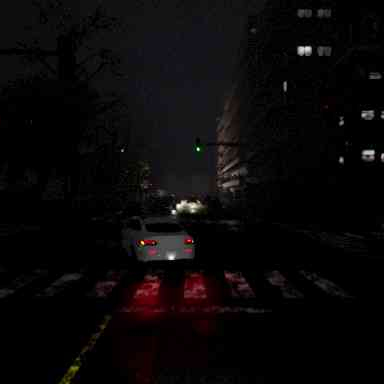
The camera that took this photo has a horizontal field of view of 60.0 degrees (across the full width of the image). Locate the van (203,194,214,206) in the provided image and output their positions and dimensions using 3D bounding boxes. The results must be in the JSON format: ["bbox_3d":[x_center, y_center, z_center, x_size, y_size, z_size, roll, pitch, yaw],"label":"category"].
[{"bbox_3d":[2.695,1.352,44.865,1.690,1.788,3.998,0,0,0],"label":"van"}]

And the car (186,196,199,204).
[{"bbox_3d":[0.002,1.535,62.702,1.837,1.490,4.892,0,0,0],"label":"car"}]

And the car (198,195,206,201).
[{"bbox_3d":[2.695,1.515,89.905,1.967,1.590,4.097,0,0,0],"label":"car"}]

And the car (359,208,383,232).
[{"bbox_3d":[13.467,1.597,21.281,5.009,1.841,2.192,1,-1,-1],"label":"car"}]

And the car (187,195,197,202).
[{"bbox_3d":[0.004,1.474,72.739,1.994,1.385,4.181,0,0,0],"label":"car"}]

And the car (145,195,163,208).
[{"bbox_3d":[-5.686,1.331,50.496,2.192,1.841,5.009,0,0,0],"label":"car"}]

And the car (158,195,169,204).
[{"bbox_3d":[-5.685,1.477,67.386,1.967,1.590,4.097,0,0,0],"label":"car"}]

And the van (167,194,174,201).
[{"bbox_3d":[-5.685,1.417,89.906,1.690,1.788,3.998,0,0,0],"label":"van"}]

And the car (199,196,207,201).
[{"bbox_3d":[2.695,1.609,84.276,1.887,1.381,4.507,0,0,0],"label":"car"}]

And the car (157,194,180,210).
[{"bbox_3d":[-3.079,1.363,43.832,2.097,1.767,4.553,0,0,0],"label":"car"}]

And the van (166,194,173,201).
[{"bbox_3d":[-5.685,1.405,84.276,1.690,1.788,3.998,0,0,0],"label":"van"}]

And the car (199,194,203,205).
[{"bbox_3d":[2.695,1.462,56.125,1.967,1.590,4.097,0,0,0],"label":"car"}]

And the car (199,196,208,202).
[{"bbox_3d":[2.695,1.604,78.646,2.008,1.369,4.403,0,0,0],"label":"car"}]

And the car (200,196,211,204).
[{"bbox_3d":[2.695,1.581,67.385,1.887,1.381,4.507,0,0,0],"label":"car"}]

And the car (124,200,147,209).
[{"bbox_3d":[-5.686,1.569,33.604,1.947,1.339,4.313,0,0,0],"label":"car"}]

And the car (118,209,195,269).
[{"bbox_3d":[-1.310,1.518,11.240,1.812,1.442,4.674,1,0,-19],"label":"car"}]

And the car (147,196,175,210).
[{"bbox_3d":[-3.087,1.481,33.864,1.882,1.535,5.008,0,0,0],"label":"car"}]

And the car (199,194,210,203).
[{"bbox_3d":[2.696,1.360,73.015,2.192,1.841,5.009,0,0,0],"label":"car"}]

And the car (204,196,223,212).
[{"bbox_3d":[2.694,1.551,39.234,1.887,1.381,4.507,0,0,0],"label":"car"}]

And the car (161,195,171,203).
[{"bbox_3d":[-5.685,1.485,73.016,1.967,1.590,4.097,0,0,0],"label":"car"}]

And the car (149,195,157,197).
[{"bbox_3d":[-5.686,1.536,44.696,1.752,1.417,4.829,0,0,0],"label":"car"}]
